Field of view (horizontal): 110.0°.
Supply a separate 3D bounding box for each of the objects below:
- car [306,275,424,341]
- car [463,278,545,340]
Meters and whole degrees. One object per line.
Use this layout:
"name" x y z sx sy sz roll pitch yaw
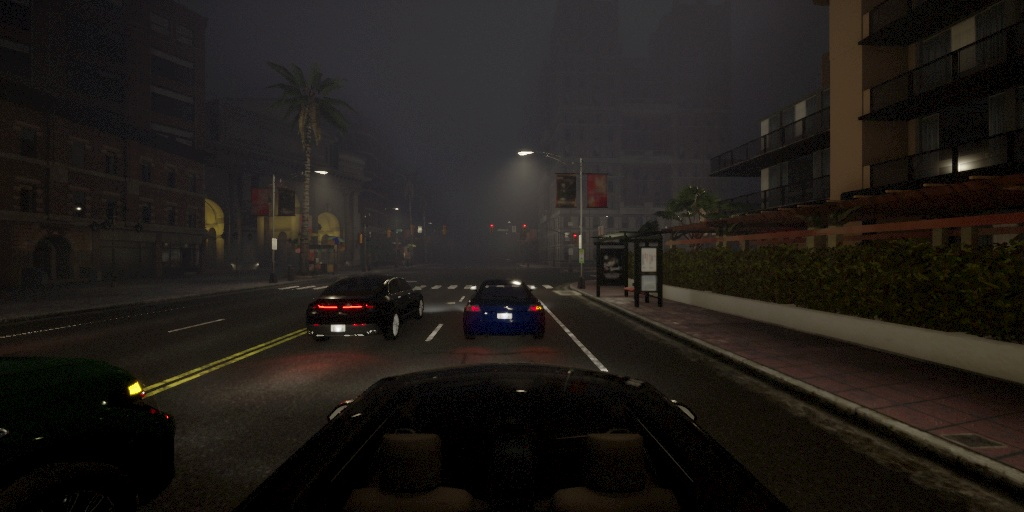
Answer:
"car" -3.725 1.255 9.879 1.837 1.490 4.892 0 0 -3
"car" -0.236 1.314 10.035 1.994 1.385 4.181 0 0 -2
